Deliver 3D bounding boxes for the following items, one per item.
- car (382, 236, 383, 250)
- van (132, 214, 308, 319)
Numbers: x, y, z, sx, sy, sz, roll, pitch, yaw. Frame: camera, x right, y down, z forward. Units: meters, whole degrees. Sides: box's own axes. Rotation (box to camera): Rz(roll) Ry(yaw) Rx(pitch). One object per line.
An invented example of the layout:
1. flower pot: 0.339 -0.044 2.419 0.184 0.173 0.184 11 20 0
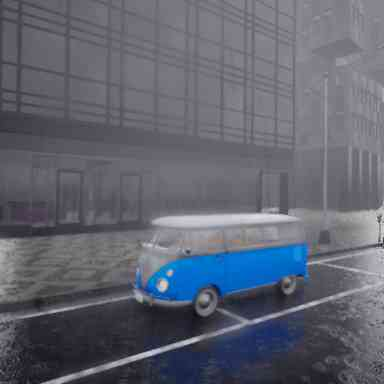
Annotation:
1. car: 9.385 1.726 13.319 4.313 1.339 1.947 1 0 -35
2. van: 0.769 1.390 7.187 3.998 1.788 1.690 1 0 -35
